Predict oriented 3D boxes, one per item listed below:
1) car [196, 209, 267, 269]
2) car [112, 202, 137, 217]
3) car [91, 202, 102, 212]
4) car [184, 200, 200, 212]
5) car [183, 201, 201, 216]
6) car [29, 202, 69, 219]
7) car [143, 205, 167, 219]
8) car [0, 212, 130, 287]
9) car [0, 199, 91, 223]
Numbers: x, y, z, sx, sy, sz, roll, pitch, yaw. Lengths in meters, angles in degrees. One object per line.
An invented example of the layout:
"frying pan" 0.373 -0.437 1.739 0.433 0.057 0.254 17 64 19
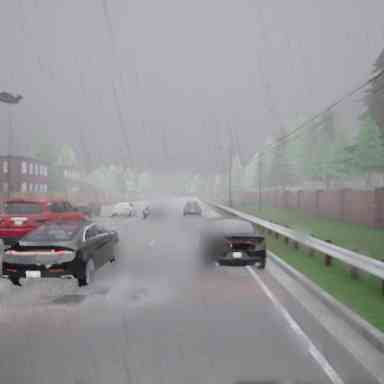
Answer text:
"car" 1.228 1.566 11.496 1.882 1.535 5.008 0 0 0
"car" -6.904 1.784 34.028 1.812 1.442 4.674 0 0 0
"car" -10.391 1.756 33.048 1.837 1.490 4.892 0 0 0
"car" 0.020 1.892 45.388 2.033 1.411 5.357 0 0 0
"car" 0.056 1.833 35.392 1.994 1.385 4.181 0 0 0
"car" -13.892 1.755 32.734 1.837 1.490 4.892 0 0 0
"car" -3.391 1.840 31.510 1.895 1.301 4.718 0 0 0
"car" -3.397 1.565 9.557 2.128 1.511 4.902 0 0 0
"car" -6.896 1.344 15.954 2.150 2.045 5.566 0 0 0
